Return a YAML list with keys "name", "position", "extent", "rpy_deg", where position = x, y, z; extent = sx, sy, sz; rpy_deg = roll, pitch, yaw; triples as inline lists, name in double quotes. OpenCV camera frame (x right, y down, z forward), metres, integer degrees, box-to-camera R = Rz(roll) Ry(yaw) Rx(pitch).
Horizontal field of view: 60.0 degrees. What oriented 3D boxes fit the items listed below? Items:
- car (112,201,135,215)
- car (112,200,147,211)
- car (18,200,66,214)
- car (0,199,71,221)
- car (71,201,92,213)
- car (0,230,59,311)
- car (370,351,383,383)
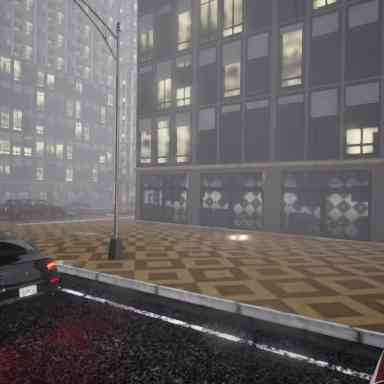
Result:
- name: "car"
  position: [-6.994, 1.830, 38.449]
  extent: [1.752, 1.417, 4.829]
  rpy_deg: [1, 0, 36]
- name: "car"
  position: [-8.586, 1.858, 46.028]
  extent: [1.895, 1.301, 4.718]
  rpy_deg: [1, 0, 36]
- name: "car"
  position: [-17.289, 1.643, 38.599]
  extent: [1.752, 1.417, 4.829]
  rpy_deg: [1, 0, 36]
- name: "car"
  position: [-13.780, 1.520, 29.229]
  extent: [2.192, 1.841, 5.009]
  rpy_deg: [1, 0, 36]
- name: "car"
  position: [-13.873, 1.743, 38.849]
  extent: [1.994, 1.385, 4.181]
  rpy_deg: [1, 0, 37]
- name: "car"
  position: [-4.674, 1.522, 7.001]
  extent: [4.674, 1.442, 1.812]
  rpy_deg: [0, 0, 35]
- name: "car"
  position: [3.219, 1.353, 1.393]
  extent: [4.553, 1.767, 2.097]
  rpy_deg: [0, 0, 35]
